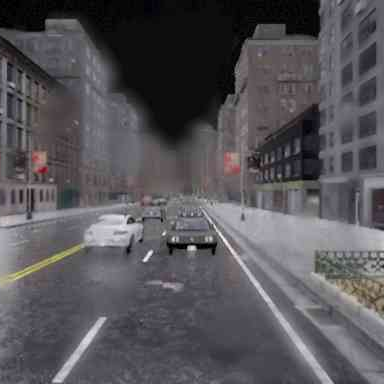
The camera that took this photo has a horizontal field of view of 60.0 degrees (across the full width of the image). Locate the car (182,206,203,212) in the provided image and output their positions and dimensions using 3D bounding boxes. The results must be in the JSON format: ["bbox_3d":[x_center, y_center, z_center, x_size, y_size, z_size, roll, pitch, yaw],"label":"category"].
[{"bbox_3d":[0.008,1.879,29.105,1.895,1.301,4.718,0,-1,0],"label":"car"}]

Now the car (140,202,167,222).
[{"bbox_3d":[-3.243,1.824,28.987,2.033,1.411,5.357,0,-1,0],"label":"car"}]

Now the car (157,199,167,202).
[{"bbox_3d":[-6.487,2.163,71.768,1.882,1.535,5.008,0,-1,0],"label":"car"}]

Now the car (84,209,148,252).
[{"bbox_3d":[-3.241,1.662,14.376,1.812,1.442,4.674,0,0,0],"label":"car"}]

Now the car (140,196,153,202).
[{"bbox_3d":[-9.738,1.911,71.742,2.150,2.045,5.566,0,-1,0],"label":"car"}]

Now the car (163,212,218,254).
[{"bbox_3d":[0.005,1.735,14.102,1.895,1.301,4.718,0,-1,0],"label":"car"}]
